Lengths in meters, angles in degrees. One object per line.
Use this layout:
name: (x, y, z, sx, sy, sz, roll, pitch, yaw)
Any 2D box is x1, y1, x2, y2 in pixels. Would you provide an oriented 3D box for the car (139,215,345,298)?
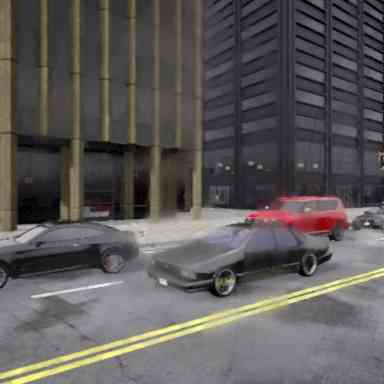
car: (1.540, 1.554, 8.756, 5.357, 1.411, 2.033, 0, 0, -36)

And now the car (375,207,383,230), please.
car: (10.720, 1.498, 15.232, 5.008, 1.535, 1.882, -1, 0, -35)

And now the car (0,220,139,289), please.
car: (-3.690, 1.526, 9.029, 4.674, 1.442, 1.812, 0, 0, -35)

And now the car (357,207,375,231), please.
car: (11.302, 1.587, 19.598, 4.181, 1.385, 1.994, 0, 0, -35)

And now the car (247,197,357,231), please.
car: (4.802, 1.236, 15.050, 5.566, 2.045, 2.150, 0, 0, -35)
